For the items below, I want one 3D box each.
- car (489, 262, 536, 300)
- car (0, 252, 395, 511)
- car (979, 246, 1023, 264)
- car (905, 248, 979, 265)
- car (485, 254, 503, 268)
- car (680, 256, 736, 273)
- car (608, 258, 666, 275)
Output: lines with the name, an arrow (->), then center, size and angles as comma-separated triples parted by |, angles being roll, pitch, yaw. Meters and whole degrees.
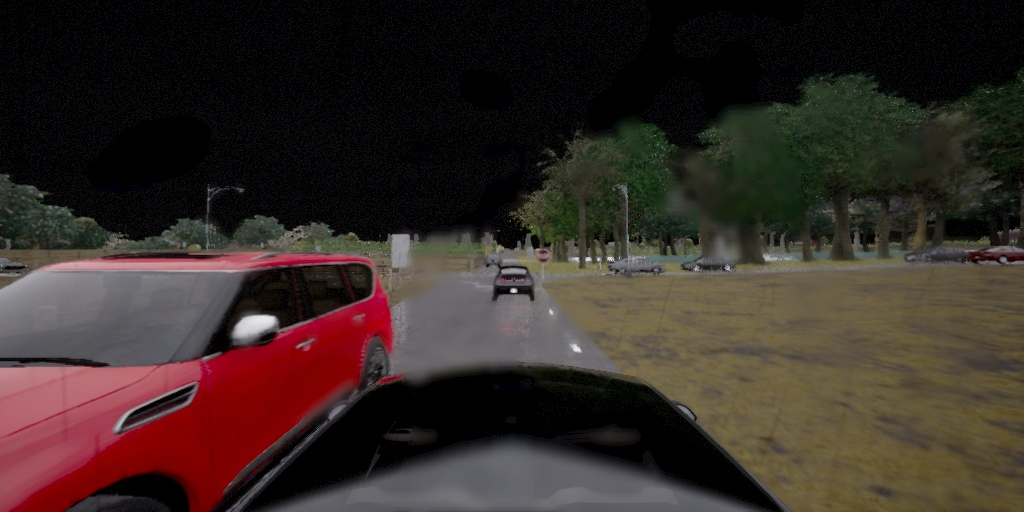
car -> 0.087, 1.198, 17.156 | 1.837, 1.490, 4.892 | 0, 0, 0
car -> -2.846, 0.969, 3.259 | 2.150, 2.045, 5.566 | 0, 0, 0
car -> 43.526, -0.136, 31.671 | 5.008, 1.535, 1.882 | -2, -1, 0
car -> 40.849, 0.025, 34.524 | 4.902, 1.511, 2.128 | -2, -1, 0
car -> -2.788, 0.687, 54.635 | 2.150, 2.045, 5.566 | 0, 0, 0
car -> 18.766, 0.798, 34.485 | 4.892, 1.490, 1.837 | -2, -1, 0
car -> 10.953, 0.910, 31.566 | 4.902, 1.511, 2.128 | -1, -1, -1
